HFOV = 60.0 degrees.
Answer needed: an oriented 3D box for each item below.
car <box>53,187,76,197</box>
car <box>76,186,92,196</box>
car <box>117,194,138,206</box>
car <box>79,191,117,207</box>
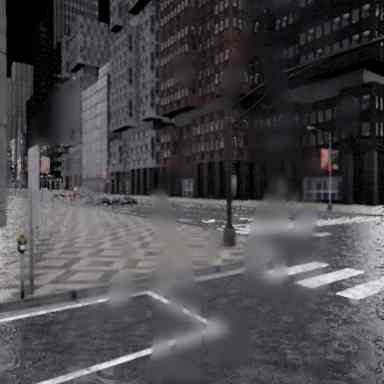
[{"bbox_3d":[-20.640,0.287,52.962,1.882,1.535,5.008,0,1,-36],"label":"car"},{"bbox_3d":[-17.994,0.063,54.849,2.150,2.045,5.566,0,1,-36],"label":"car"},{"bbox_3d":[-8.792,0.969,42.069,2.033,1.411,5.357,0,1,-36],"label":"car"},{"bbox_3d":[-11.430,0.980,40.171,2.033,1.411,5.357,0,1,-36],"label":"car"}]
